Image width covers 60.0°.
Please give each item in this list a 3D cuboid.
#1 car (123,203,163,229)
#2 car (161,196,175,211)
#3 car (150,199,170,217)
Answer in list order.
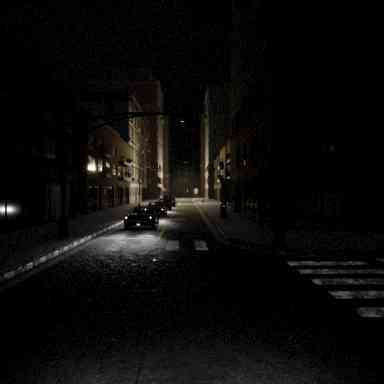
[{"bbox_3d":[-3.185,1.596,21.733,1.895,1.301,4.718,0,0,-1],"label":"car"},{"bbox_3d":[-3.444,1.547,40.179,1.994,1.385,4.181,0,0,0],"label":"car"},{"bbox_3d":[-3.324,1.591,30.905,1.895,1.301,4.718,0,0,-1],"label":"car"}]
